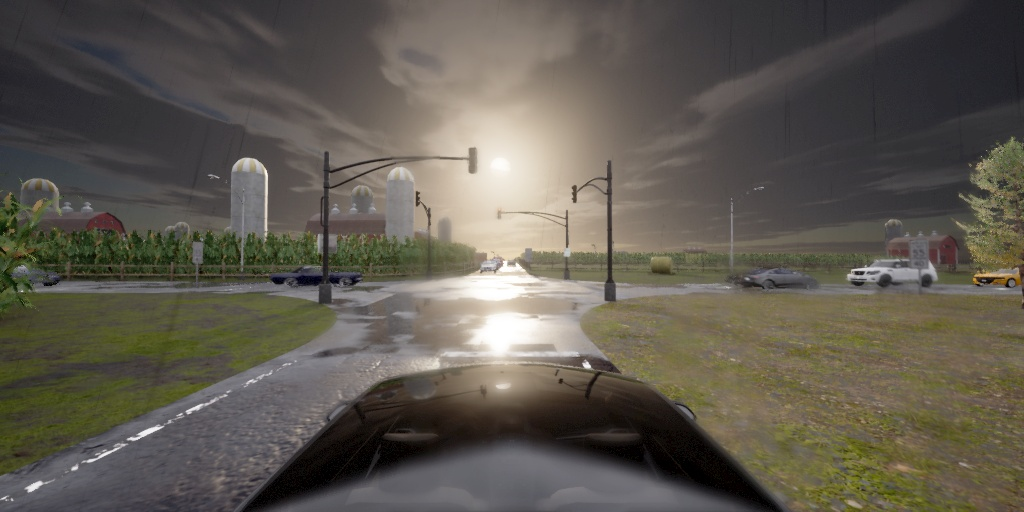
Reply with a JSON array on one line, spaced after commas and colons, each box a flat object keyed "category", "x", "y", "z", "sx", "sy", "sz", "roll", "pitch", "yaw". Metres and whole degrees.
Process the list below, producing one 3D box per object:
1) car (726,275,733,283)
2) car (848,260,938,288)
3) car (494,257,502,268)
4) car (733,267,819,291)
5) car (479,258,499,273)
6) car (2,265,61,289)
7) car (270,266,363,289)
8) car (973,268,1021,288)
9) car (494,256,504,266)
[{"category": "car", "x": 18.670, "y": 1.525, "z": 26.339, "sx": 5.357, "sy": 1.411, "sz": 2.033, "roll": 1, "pitch": -1, "yaw": -8}, {"category": "car", "x": 28.655, "y": 1.291, "z": 27.050, "sx": 5.566, "sy": 2.045, "sz": 2.150, "roll": 1, "pitch": -1, "yaw": -4}, {"category": "car", "x": -2.883, "y": 1.325, "z": 52.563, "sx": 1.812, "sy": 1.442, "sz": 4.674, "roll": 0, "pitch": 0, "yaw": 0}, {"category": "car", "x": 16.671, "y": 1.442, "z": 22.463, "sx": 4.181, "sy": 1.385, "sz": 1.994, "roll": 1, "pitch": -1, "yaw": -4}, {"category": "car", "x": -2.827, "y": 1.312, "z": 43.405, "sx": 1.812, "sy": 1.442, "sz": 4.674, "roll": 0, "pitch": 0, "yaw": -1}, {"category": "car", "x": -27.912, "y": 1.023, "z": 19.648, "sx": 4.674, "sy": 1.442, "sz": 1.812, "roll": 0, "pitch": -1, "yaw": -3}, {"category": "car", "x": -11.506, "y": 1.253, "z": 21.543, "sx": 4.718, "sy": 1.301, "sz": 1.895, "roll": 1, "pitch": -1, "yaw": -15}, {"category": "car", "x": 38.836, "y": 1.645, "z": 27.806, "sx": 5.008, "sy": 1.535, "sz": 1.882, "roll": 1, "pitch": -1, "yaw": -5}, {"category": "car", "x": -2.904, "y": 1.295, "z": 62.584, "sx": 1.882, "sy": 1.535, "sz": 5.008, "roll": 0, "pitch": 0, "yaw": 0}]
